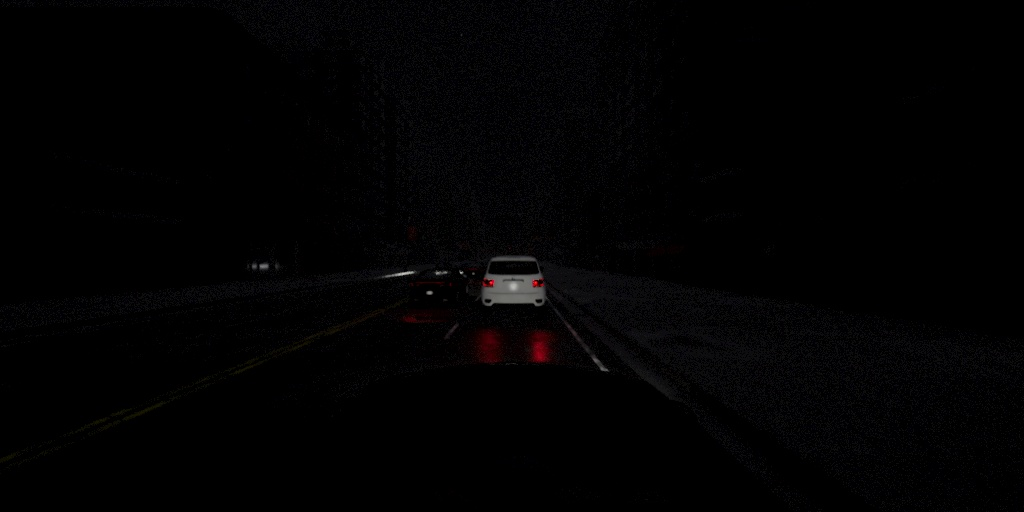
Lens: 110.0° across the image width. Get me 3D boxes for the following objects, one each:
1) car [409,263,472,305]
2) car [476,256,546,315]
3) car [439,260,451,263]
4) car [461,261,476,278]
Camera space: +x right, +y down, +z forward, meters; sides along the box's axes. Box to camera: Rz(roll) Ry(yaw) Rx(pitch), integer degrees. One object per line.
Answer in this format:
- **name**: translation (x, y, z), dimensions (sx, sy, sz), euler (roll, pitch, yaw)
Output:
- **car**: translation (-3.167, 1.267, 16.316), dimensions (1.882, 1.535, 5.008), euler (0, 0, 0)
- **car**: translation (0.067, 1.006, 13.842), dimensions (2.150, 2.045, 5.566), euler (0, 0, 0)
- **car**: translation (-9.816, 1.366, 51.595), dimensions (2.128, 1.511, 4.902), euler (0, 0, 0)
- **car**: translation (-3.161, 1.307, 32.031), dimensions (1.882, 1.535, 5.008), euler (0, 0, 0)
